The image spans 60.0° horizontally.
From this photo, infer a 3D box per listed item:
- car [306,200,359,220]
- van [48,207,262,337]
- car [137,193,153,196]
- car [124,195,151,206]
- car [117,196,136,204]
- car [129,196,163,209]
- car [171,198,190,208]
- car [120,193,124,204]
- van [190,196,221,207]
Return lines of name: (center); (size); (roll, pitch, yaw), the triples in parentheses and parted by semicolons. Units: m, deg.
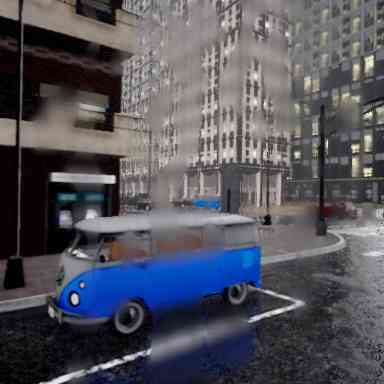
car: (11.766, 1.486, 28.223); (1.967, 1.590, 4.097); (1, -1, -35)
van: (-0.465, 1.340, 6.374); (3.998, 1.788, 1.690); (0, 1, -35)
car: (-8.466, 1.236, 57.438); (2.150, 2.045, 5.566); (1, -1, -35)
car: (-8.481, 1.519, 52.175); (1.994, 1.385, 4.181); (1, -1, -37)
car: (-12.474, 1.506, 63.141); (1.837, 1.490, 4.892); (1, -1, -35)
car: (-4.880, 1.415, 37.187); (2.008, 1.369, 4.403); (1, -1, -35)
car: (-1.319, 1.566, 46.644); (2.008, 1.369, 4.403); (1, -1, -35)
car: (-14.020, 1.165, 59.895); (2.150, 2.045, 5.566); (1, -1, -35)
van: (1.955, 1.363, 42.040); (1.690, 1.788, 3.998); (1, -1, -35)
